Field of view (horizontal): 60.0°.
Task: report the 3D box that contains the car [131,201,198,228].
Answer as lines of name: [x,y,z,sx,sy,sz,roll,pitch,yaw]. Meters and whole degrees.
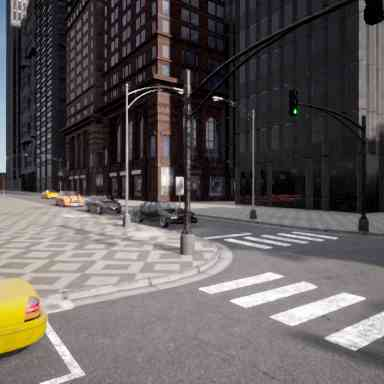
car: [-1.863,1.237,20.275,2.033,1.411,5.357,0,1,-36]

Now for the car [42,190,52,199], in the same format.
car: [-24.392,0.422,57.049,1.882,1.535,5.008,0,1,-36]

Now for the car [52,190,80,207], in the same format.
car: [-13.428,0.681,36.355,2.097,1.767,4.553,0,1,-35]

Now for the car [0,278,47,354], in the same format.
car: [-4.251,1.525,3.617,4.829,1.417,1.752,0,0,-35]

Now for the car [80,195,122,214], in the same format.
car: [-7.578,1.013,28.219,1.837,1.490,4.892,0,1,-36]
